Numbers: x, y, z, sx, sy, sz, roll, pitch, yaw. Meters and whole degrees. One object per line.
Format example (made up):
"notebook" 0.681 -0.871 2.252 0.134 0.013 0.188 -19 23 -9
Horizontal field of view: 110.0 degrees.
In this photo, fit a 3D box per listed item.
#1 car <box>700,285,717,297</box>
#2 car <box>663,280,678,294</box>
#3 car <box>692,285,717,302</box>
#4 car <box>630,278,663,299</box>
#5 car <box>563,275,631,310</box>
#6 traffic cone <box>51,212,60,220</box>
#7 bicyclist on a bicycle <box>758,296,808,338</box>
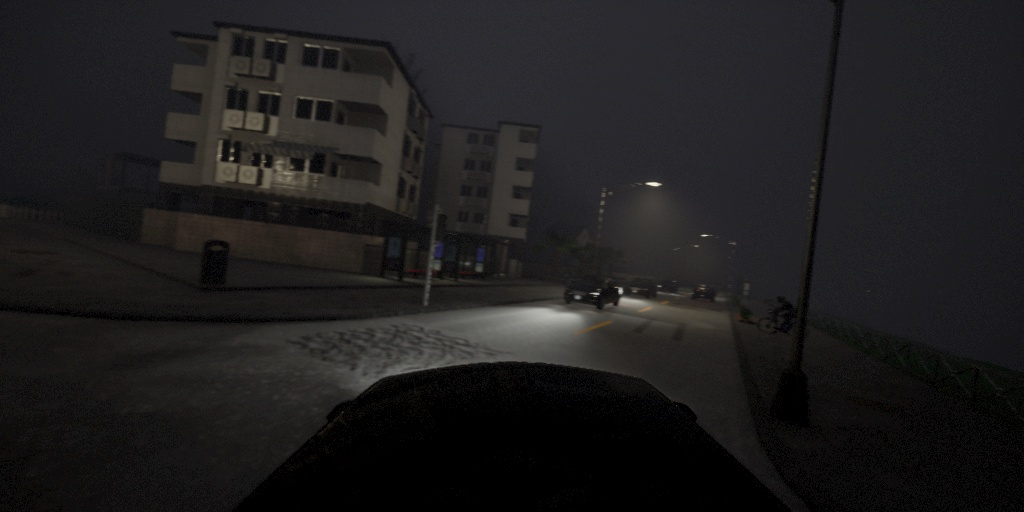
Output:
"car" 27.746 4.853 50.493 1.895 1.301 4.718 7 0 30
"car" 18.932 3.678 43.458 1.837 1.490 4.892 7 0 31
"car" 19.026 3.641 35.521 2.128 1.511 4.902 7 0 30
"car" 10.651 2.595 29.448 2.128 1.511 4.902 7 0 31
"car" 4.293 1.791 18.570 2.128 1.511 4.902 7 0 30
"traffic cone" -49.452 -4.493 38.935 0.344 0.586 0.344 0 0 30
"bicyclist on a bicycle" 10.931 2.463 14.418 1.656 1.620 0.582 7 0 30
